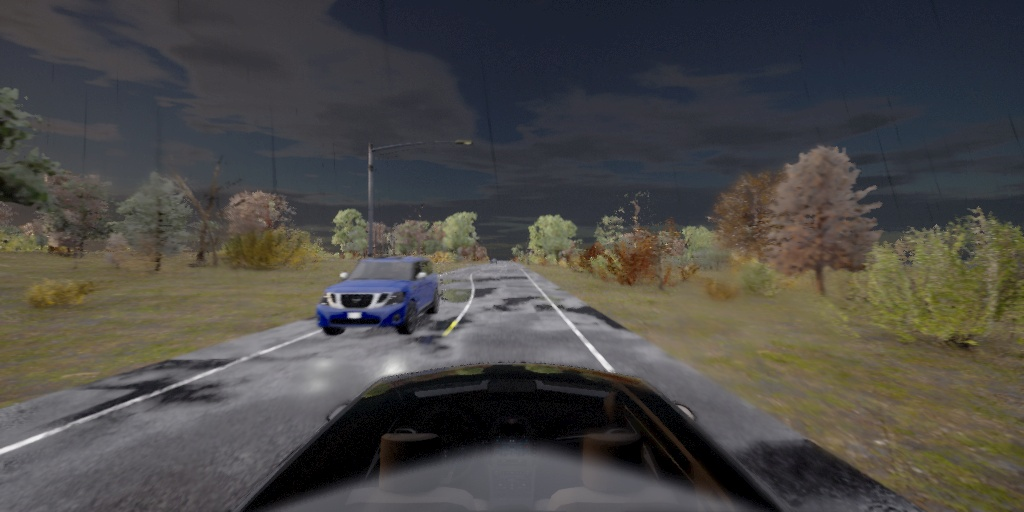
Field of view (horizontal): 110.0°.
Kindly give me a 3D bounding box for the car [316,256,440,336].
[{"bbox_3d":[-3.675,1.028,11.012,2.150,2.045,5.566,0,0,-1],"label":"car"}]
